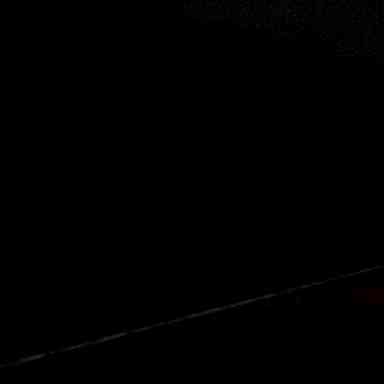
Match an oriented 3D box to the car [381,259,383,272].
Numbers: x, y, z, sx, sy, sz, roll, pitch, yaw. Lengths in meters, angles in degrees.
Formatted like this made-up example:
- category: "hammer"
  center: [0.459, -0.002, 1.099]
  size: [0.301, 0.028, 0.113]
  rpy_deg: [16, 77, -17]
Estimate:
- category: "car"
  center: [7.151, 1.530, 8.852]
  size: [5.357, 1.411, 2.033]
  rpy_deg: [0, 0, -34]
